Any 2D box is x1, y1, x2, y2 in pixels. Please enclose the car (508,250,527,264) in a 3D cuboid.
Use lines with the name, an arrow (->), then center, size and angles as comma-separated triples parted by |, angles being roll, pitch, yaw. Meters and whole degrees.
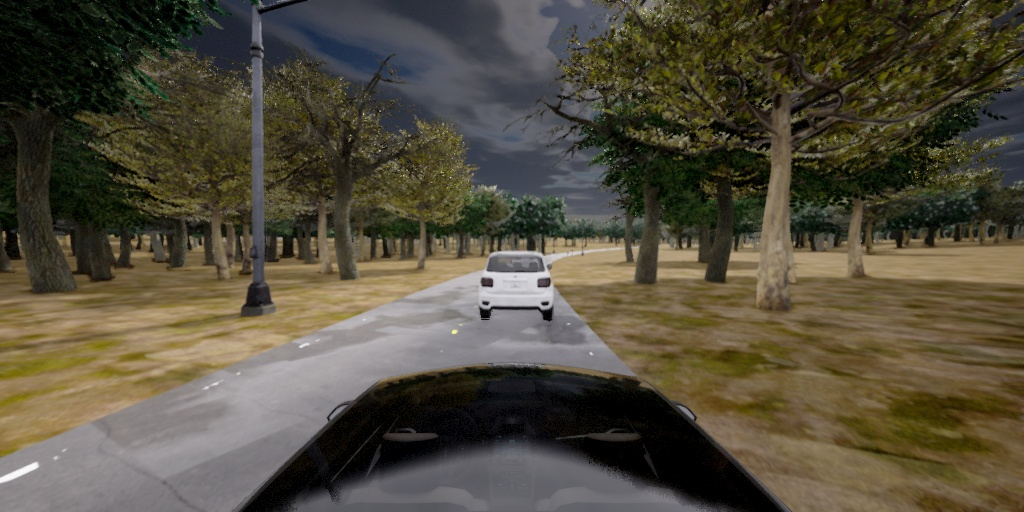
car -> 0.907, 0.104, 55.115 | 2.150, 2.045, 5.566 | 1, 1, 9

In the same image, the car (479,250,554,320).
car -> 0.204, 0.848, 12.240 | 2.150, 2.045, 5.566 | 0, 1, 2
